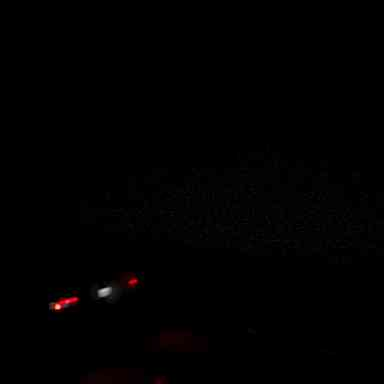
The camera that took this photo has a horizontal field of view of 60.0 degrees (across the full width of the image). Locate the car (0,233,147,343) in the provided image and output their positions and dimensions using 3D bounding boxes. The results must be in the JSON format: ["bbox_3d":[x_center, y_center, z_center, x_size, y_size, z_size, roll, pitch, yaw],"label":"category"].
[{"bbox_3d":[-3.321,1.520,6.395,5.357,1.411,2.033,0,0,36],"label":"car"}]
